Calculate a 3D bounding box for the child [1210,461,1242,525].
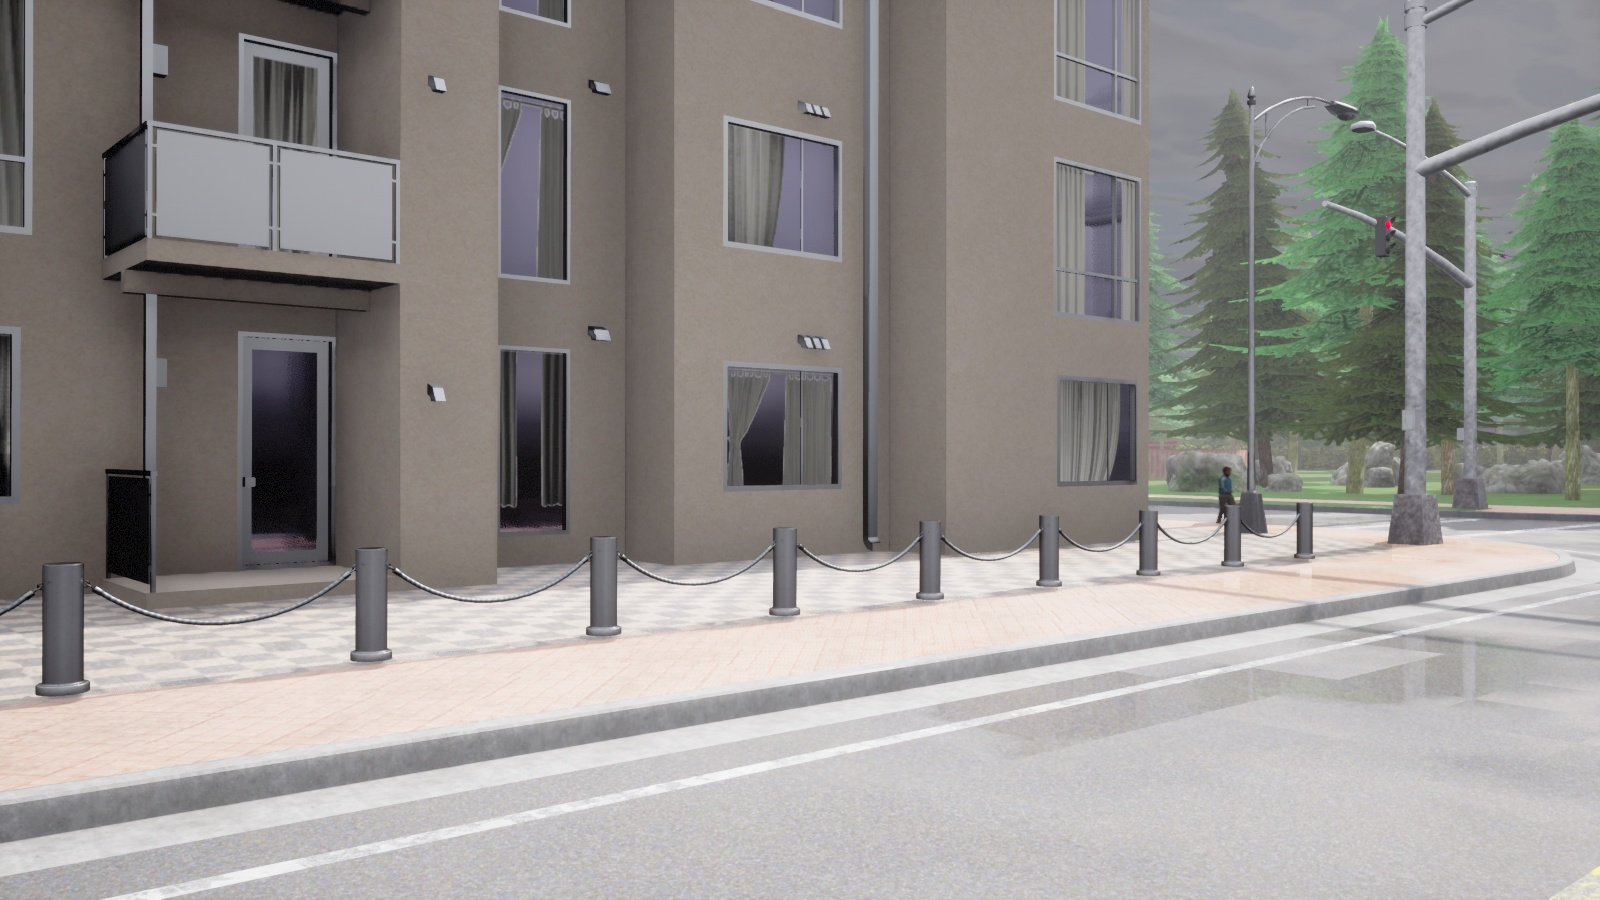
[{"bbox_3d":[8.032,0.811,23.681,0.343,1.192,0.448,0,0,-26],"label":"child"}]
